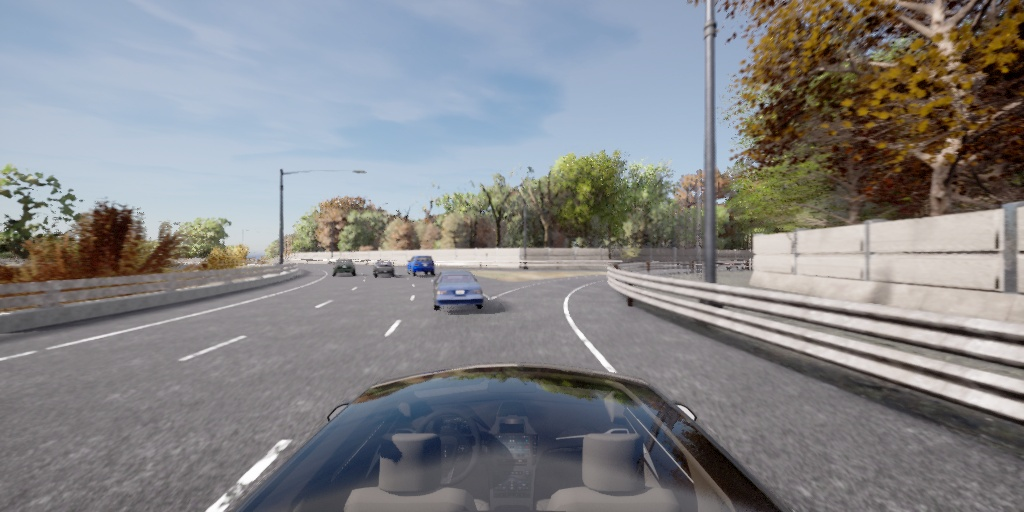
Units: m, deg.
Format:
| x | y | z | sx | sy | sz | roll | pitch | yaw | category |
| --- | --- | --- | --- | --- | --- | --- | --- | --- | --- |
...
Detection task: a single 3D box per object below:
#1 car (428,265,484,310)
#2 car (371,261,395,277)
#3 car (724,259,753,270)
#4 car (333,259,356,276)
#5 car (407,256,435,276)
| x | y | z | sx | sy | sz | roll | pitch | yaw | category |
| --- | --- | --- | --- | --- | --- | --- | --- | --- | --- |
| -2.332 | 1.296 | 14.823 | 2.033 | 1.411 | 5.357 | 0 | 0 | -13 | car |
| -12.835 | 1.244 | 35.746 | 2.128 | 1.511 | 4.902 | 0 | 0 | -24 | car |
| 31.909 | 1.218 | 50.129 | 4.892 | 1.490 | 1.837 | 0 | 0 | -23 | car |
| -17.792 | 1.109 | 38.018 | 2.097 | 1.767 | 4.553 | 0 | 0 | -26 | car |
| -9.409 | 0.971 | 36.855 | 2.150 | 2.045 | 5.566 | 0 | 0 | -24 | car |
